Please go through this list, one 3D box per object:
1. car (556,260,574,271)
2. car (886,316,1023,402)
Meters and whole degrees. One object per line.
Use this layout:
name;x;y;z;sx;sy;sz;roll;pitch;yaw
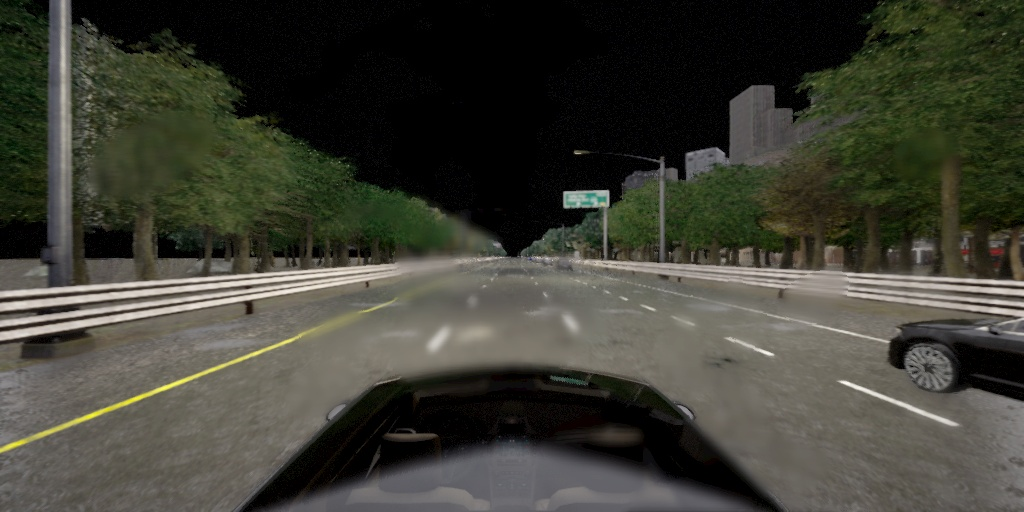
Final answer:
car;7.129;1.258;48.700;1.812;1.442;4.674;0;0;0
car;7.001;1.244;3.778;2.128;1.511;4.902;0;0;0
